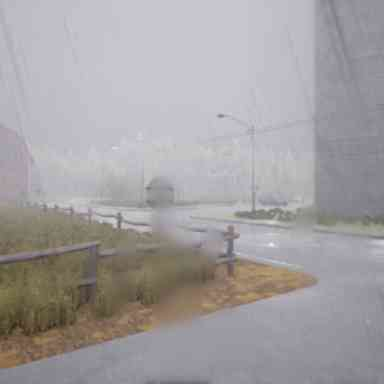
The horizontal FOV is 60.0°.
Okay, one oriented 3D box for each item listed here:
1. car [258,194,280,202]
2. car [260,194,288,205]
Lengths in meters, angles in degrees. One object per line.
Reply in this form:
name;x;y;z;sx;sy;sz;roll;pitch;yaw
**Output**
car;16.965;1.304;73.375;1.932;1.855;4.605;0;0;-36
car;13.417;1.475;54.413;2.242;1.667;4.611;0;0;-36
